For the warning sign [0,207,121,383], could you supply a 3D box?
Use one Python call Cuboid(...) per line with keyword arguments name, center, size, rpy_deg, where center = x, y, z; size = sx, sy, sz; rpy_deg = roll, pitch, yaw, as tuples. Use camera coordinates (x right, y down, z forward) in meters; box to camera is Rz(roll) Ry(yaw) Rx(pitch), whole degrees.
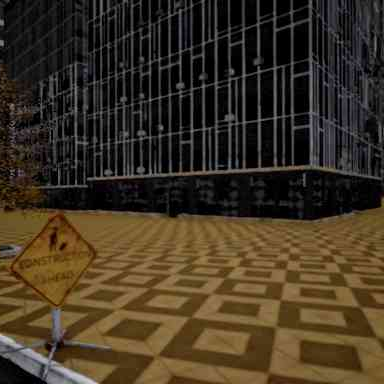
Cuboid(name="warning sign", center=(-1.786, 1.165, 4.365), size=(1.060, 1.860, 1.300), rpy_deg=(-1, -1, 36))
